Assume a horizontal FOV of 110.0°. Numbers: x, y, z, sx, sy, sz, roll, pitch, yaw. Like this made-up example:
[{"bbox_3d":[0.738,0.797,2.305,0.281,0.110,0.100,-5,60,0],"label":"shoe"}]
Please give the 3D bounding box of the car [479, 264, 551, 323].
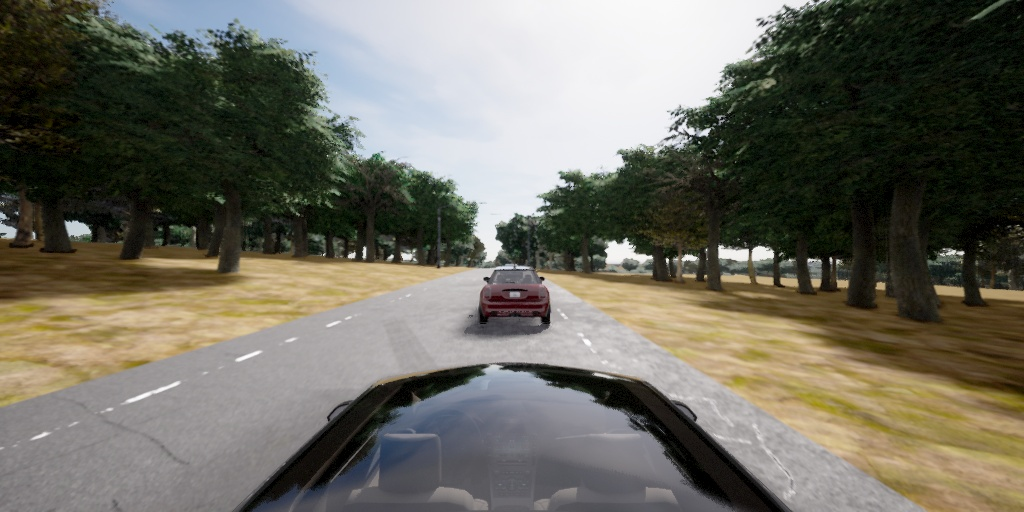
[{"bbox_3d":[0.077,1.107,12.203,2.097,1.767,4.553,0,0,0],"label":"car"}]
